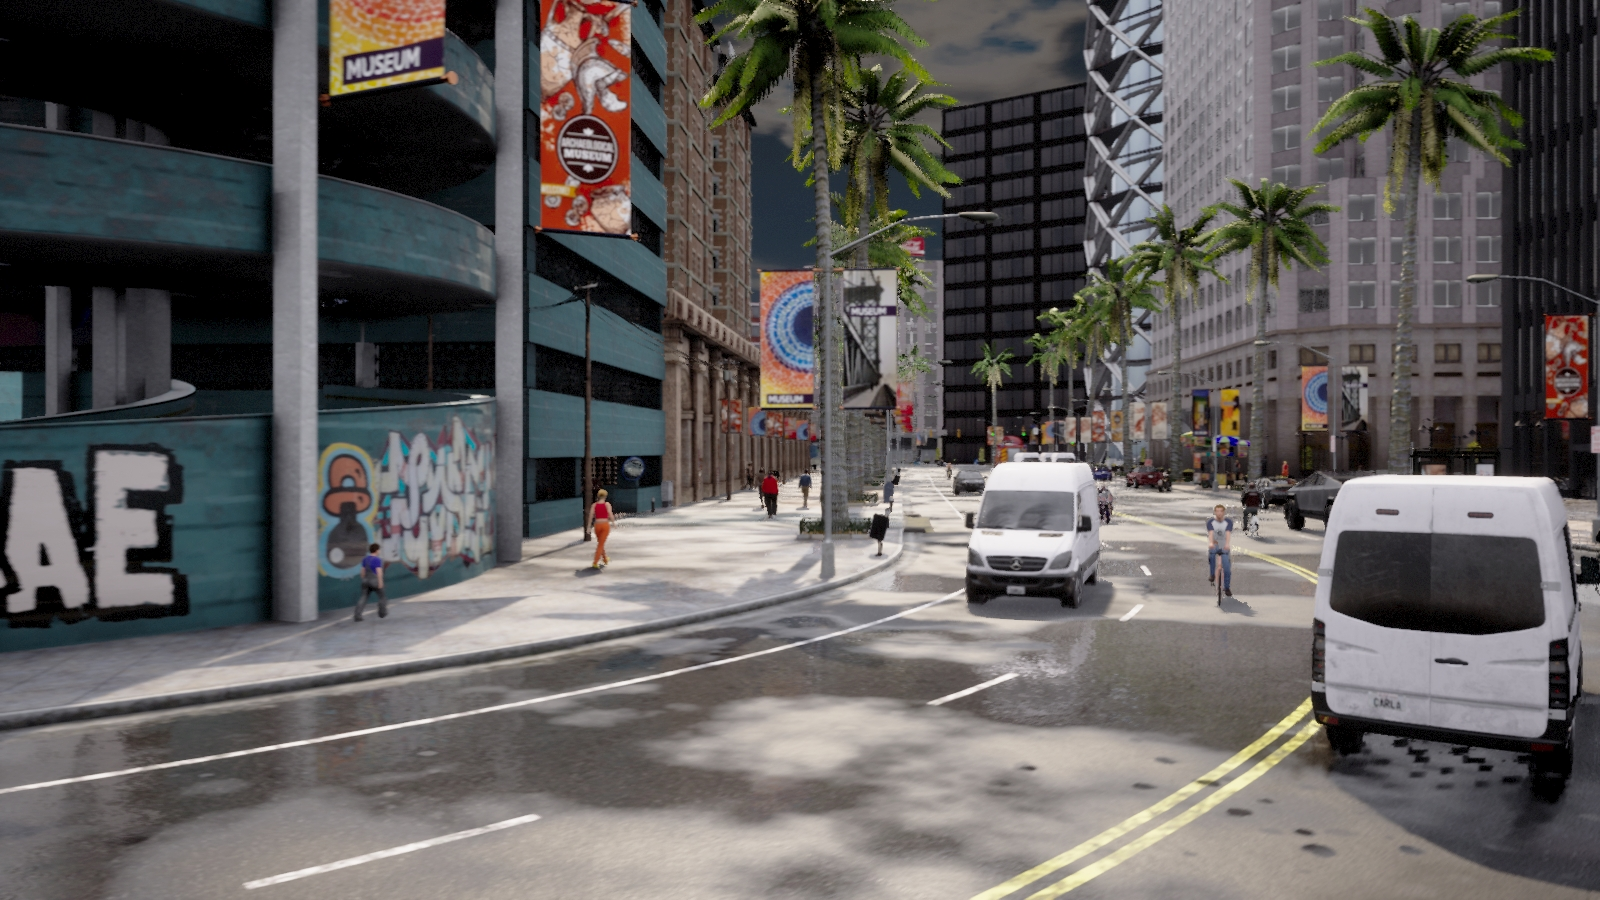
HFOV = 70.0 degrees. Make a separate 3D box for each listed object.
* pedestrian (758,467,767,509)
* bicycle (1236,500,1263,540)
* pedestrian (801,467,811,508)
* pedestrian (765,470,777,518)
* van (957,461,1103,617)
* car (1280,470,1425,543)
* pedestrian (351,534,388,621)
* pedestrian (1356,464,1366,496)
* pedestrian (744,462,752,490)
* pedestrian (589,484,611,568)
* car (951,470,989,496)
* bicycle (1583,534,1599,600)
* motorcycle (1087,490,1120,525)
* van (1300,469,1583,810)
[{"bbox_3d":[-1.687,1.712,51.244,0.375,1.860,0.375,0,0,5],"label":"pedestrian"},{"bbox_3d":[14.429,2.218,36.684,0.329,1.171,1.835,0,0,6],"label":"bicycle"},{"bbox_3d":[0.264,1.712,52.007,0.375,1.860,0.375,0,0,12],"label":"pedestrian"},{"bbox_3d":[-1.121,1.712,44.354,0.375,1.860,0.375,0,0,10],"label":"pedestrian"},{"bbox_3d":[4.686,1.540,22.495,1.988,2.561,5.915,0,0,19],"label":"van"},{"bbox_3d":[18.138,1.761,37.925,2.390,2.098,6.274,0,0,6],"label":"car"},{"bbox_3d":[-6.705,1.983,17.802,0.375,1.300,0.375,0,0,18],"label":"pedestrian"},{"bbox_3d":[32.487,1.715,66.169,0.375,1.860,0.375,0,0,5],"label":"pedestrian"},{"bbox_3d":[-3.432,1.722,75.172,0.375,1.860,0.375,0,0,-45],"label":"pedestrian"},{"bbox_3d":[-4.485,1.705,25.652,0.375,1.860,0.375,0,0,10],"label":"pedestrian"},{"bbox_3d":[10.788,2.054,72.756,2.097,1.535,5.006,0,0,5],"label":"car"},{"bbox_3d":[15.058,2.213,21.242,0.329,1.171,1.835,0,0,19],"label":"bicycle"},{"bbox_3d":[11.744,2.216,44.216,0.867,1.251,2.209,0,0,5],"label":"motorcycle"},{"bbox_3d":[6.939,1.537,11.957,1.988,2.561,5.915,0,0,35],"label":"van"}]
